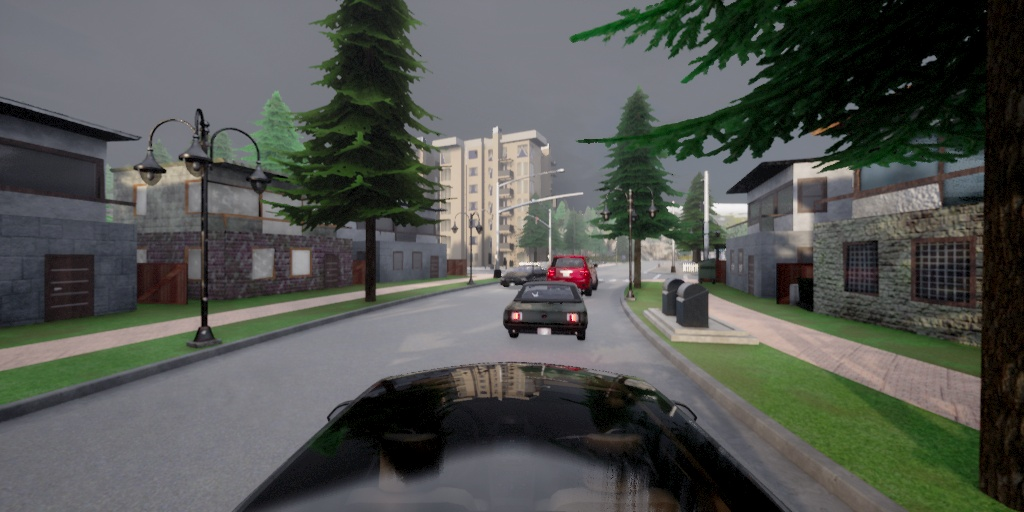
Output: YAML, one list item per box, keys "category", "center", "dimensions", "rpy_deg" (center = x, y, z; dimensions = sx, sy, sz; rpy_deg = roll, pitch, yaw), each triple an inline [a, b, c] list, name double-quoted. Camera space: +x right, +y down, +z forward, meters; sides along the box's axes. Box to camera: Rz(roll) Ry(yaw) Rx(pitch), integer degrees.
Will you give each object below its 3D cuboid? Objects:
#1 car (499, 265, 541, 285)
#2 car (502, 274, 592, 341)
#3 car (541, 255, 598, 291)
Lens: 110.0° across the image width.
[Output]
- category: "car"
  center: [0.989, 1.310, 23.745]
  dimensions: [2.033, 1.411, 5.357]
  rpy_deg: [0, 0, 22]
- category: "car"
  center: [1.075, 1.356, 9.992]
  dimensions: [1.895, 1.301, 4.718]
  rpy_deg: [0, 0, 9]
- category: "car"
  center: [3.377, 0.982, 19.487]
  dimensions: [2.150, 2.045, 5.566]
  rpy_deg: [0, 0, 18]
